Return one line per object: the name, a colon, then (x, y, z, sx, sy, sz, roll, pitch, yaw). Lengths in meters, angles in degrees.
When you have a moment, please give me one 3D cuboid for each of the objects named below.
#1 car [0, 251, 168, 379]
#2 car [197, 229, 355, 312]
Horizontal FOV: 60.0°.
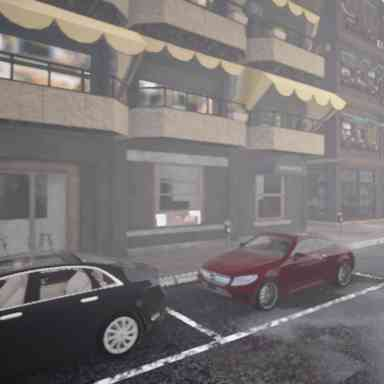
car: (-2.425, 1.548, 4.361, 4.403, 1.369, 2.008, 0, 1, -36)
car: (2.081, 1.545, 7.578, 4.206, 1.307, 1.802, 0, 1, -36)
